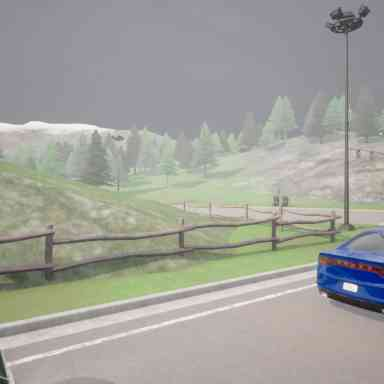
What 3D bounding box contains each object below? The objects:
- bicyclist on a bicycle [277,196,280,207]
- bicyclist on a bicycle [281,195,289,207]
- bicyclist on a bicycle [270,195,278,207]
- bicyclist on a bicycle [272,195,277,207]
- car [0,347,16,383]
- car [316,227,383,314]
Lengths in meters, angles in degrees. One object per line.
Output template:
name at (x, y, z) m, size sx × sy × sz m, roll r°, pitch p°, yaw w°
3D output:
bicyclist on a bicycle at (12.914, 1.302, 46.921) m, size 0.582 × 1.620 × 1.656 m, roll 0°, pitch 0°, yaw 35°
bicyclist on a bicycle at (13.279, 1.302, 46.667) m, size 0.582 × 1.620 × 1.656 m, roll 0°, pitch 0°, yaw 35°
bicyclist on a bicycle at (11.813, 1.302, 47.679) m, size 0.582 × 1.620 × 1.656 m, roll 0°, pitch 0°, yaw 34°
bicyclist on a bicycle at (12.180, 1.302, 47.427) m, size 0.582 × 1.620 × 1.656 m, roll 0°, pitch 0°, yaw 34°
car at (-3.273, 1.352, 1.478) m, size 4.553 × 1.767 × 2.097 m, roll 0°, pitch 0°, yaw -35°
car at (4.758, 1.478, 7.079) m, size 5.008 × 1.535 × 1.882 m, roll 0°, pitch 0°, yaw -34°
